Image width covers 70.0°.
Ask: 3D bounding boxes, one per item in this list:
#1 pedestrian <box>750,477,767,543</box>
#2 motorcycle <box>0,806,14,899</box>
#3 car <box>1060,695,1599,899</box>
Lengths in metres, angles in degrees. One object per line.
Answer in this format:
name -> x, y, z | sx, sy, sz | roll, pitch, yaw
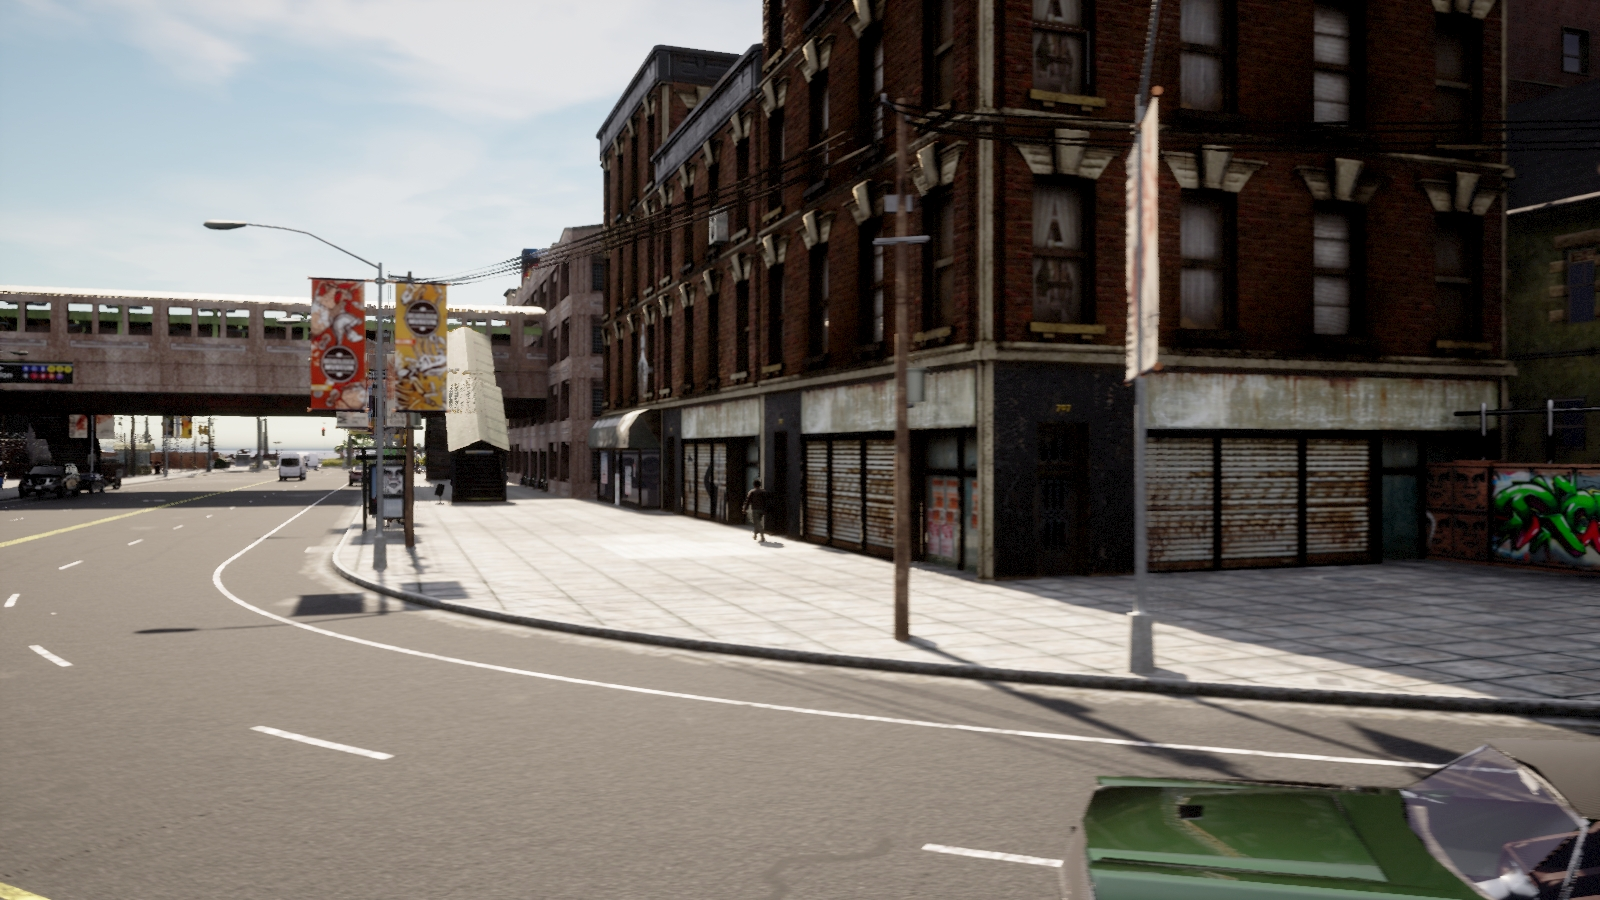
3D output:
pedestrian -> -1.198, 1.709, 32.739 | 0.375, 1.860, 0.375 | 0, 0, -24
motorcycle -> -4.699, 2.214, 5.374 | 2.033, 1.145, 0.803 | 0, -1, 29
car -> 3.710, 2.157, 5.472 | 4.718, 1.301, 1.895 | 0, 0, 16
